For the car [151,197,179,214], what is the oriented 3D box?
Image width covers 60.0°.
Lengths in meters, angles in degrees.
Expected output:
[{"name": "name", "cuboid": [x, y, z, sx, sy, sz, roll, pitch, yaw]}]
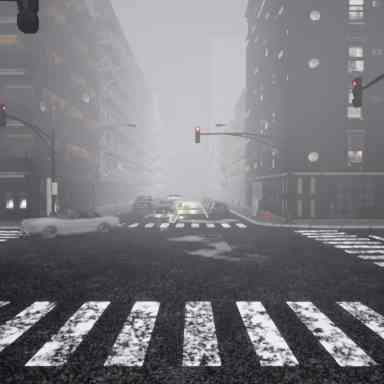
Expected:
[{"name": "car", "cuboid": [-2.807, 1.536, 35.696, 2.033, 1.411, 5.357, 0, 0, 0]}]

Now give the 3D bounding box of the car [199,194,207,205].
[{"name": "car", "cuboid": [2.625, 1.523, 59.135, 1.887, 1.381, 4.507, -1, 0, 0]}]

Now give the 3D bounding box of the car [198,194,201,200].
[{"name": "car", "cuboid": [2.645, 1.551, 75.752, 1.802, 1.307, 4.206, -1, 0, 0]}]

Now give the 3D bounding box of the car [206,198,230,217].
[{"name": "car", "cuboid": [2.593, 1.572, 31.439, 1.802, 1.307, 4.206, -1, 0, 0]}]

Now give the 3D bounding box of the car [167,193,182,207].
[{"name": "car", "cuboid": [-2.772, 1.205, 52.814, 2.150, 2.045, 5.566, 0, 0, 0]}]

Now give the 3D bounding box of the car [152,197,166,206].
[{"name": "car", "cuboid": [-5.261, 1.563, 53.658, 1.802, 1.307, 4.206, -1, 0, 0]}]

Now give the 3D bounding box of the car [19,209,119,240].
[{"name": "car", "cuboid": [-6.264, 1.595, 17.321, 1.895, 1.301, 4.718, 0, 0, 43]}]

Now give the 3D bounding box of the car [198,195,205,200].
[{"name": "car", "cuboid": [2.665, 1.539, 92.370, 1.802, 1.307, 4.206, -1, 0, 0]}]

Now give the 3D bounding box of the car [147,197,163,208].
[{"name": "car", "cuboid": [-5.269, 1.508, 47.951, 1.752, 1.417, 4.829, -1, 0, 0]}]

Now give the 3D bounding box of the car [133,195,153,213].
[{"name": "car", "cuboid": [-5.284, 1.303, 37.046, 2.192, 1.841, 5.009, -1, 0, 0]}]

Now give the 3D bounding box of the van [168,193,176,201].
[{"name": "van", "cuboid": [-5.225, 1.302, 86.881, 1.690, 1.788, 3.998, -1, 0, 0]}]

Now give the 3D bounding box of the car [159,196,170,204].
[{"name": "car", "cuboid": [-5.248, 1.557, 64.732, 1.802, 1.307, 4.206, -1, 0, 0]}]

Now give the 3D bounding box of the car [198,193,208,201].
[{"name": "car", "cuboid": [2.649, 1.280, 81.292, 2.192, 1.841, 5.009, -1, 0, 0]}]

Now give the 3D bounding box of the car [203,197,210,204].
[{"name": "car", "cuboid": [2.599, 1.539, 36.978, 2.008, 1.369, 4.403, -1, 0, 0]}]
